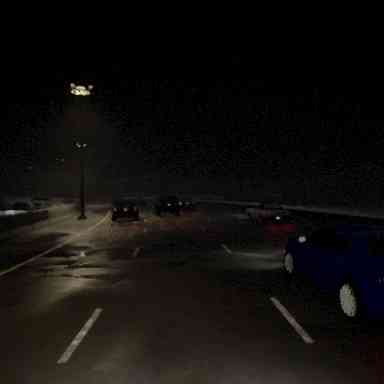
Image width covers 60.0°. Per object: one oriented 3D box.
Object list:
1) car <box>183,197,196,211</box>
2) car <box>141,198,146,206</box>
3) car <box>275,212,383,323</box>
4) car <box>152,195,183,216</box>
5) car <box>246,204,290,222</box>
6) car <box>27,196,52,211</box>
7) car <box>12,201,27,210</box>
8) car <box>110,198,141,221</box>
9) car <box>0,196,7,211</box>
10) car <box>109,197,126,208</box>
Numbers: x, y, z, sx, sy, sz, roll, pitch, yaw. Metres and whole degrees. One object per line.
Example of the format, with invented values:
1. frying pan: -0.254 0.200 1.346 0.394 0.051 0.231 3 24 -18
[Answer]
1. car: -1.054 1.386 40.870 2.097 1.767 4.553 -1 0 -14
2. car: -8.933 1.689 55.874 1.812 1.442 4.674 0 0 -20
3. car: 3.542 1.426 7.159 1.882 1.535 5.008 0 0 -3
4. car: -2.694 1.278 33.188 2.150 2.045 5.566 0 0 -12
5. car: 5.646 1.525 25.305 1.895 1.301 4.718 -1 0 -9
6. car: -20.771 1.564 46.021 2.150 2.045 5.566 -1 0 -16
7. car: -25.672 2.019 50.010 1.895 1.301 4.718 -1 0 -18
8. car: -5.698 1.452 28.707 2.097 1.767 4.553 -1 0 -10
9. car: -29.147 1.693 49.296 2.150 2.045 5.566 -1 0 -18
10. car: -12.453 1.709 55.366 2.128 1.511 4.902 -1 0 -20
